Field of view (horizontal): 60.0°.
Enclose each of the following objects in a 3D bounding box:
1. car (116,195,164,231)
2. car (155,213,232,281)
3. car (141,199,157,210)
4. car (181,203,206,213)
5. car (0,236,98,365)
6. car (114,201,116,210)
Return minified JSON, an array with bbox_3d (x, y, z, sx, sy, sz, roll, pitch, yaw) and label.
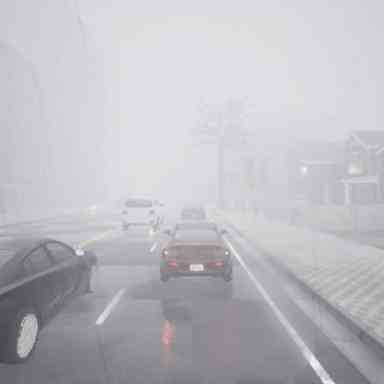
[{"bbox_3d":[-3.133,1.351,21.816,2.150,2.045,5.566,0,0,0],"label":"car"},{"bbox_3d":[0.109,1.585,9.975,1.812,1.442,4.674,0,0,0],"label":"car"},{"bbox_3d":[-6.461,1.823,50.156,1.812,1.442,4.674,0,0,0],"label":"car"},{"bbox_3d":[0.120,1.634,27.187,1.882,1.535,5.008,0,0,0],"label":"car"},{"bbox_3d":[-3.145,1.514,5.893,1.882,1.535,5.008,0,0,0],"label":"car"},{"bbox_3d":[-9.726,1.483,48.589,2.150,2.045,5.566,0,-1,0],"label":"car"}]
